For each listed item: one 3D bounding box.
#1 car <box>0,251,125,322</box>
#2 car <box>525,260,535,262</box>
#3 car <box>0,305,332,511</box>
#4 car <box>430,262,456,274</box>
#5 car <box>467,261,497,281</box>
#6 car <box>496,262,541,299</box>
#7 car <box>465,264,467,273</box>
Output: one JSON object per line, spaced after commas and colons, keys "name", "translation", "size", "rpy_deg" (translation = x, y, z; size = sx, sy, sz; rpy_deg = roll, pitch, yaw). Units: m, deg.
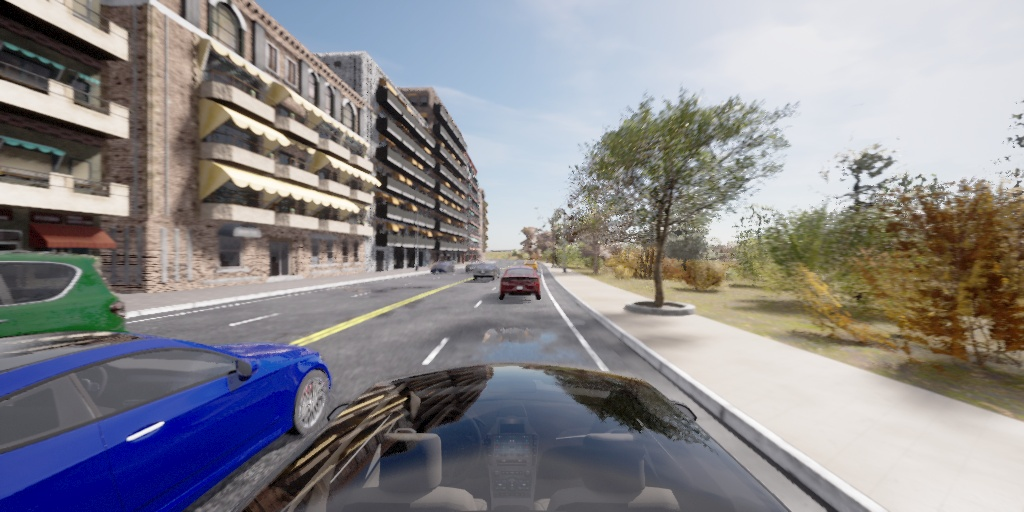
{"name": "car", "translation": [-6.582, 0.949, 2.791], "size": [2.150, 2.045, 5.566], "rpy_deg": [0, 0, 0]}
{"name": "car", "translation": [2.634, 1.361, 51.013], "size": [1.882, 1.535, 5.008], "rpy_deg": [0, 0, 4]}
{"name": "car", "translation": [-3.146, 1.265, 2.507], "size": [1.812, 1.442, 4.674], "rpy_deg": [0, 0, 0]}
{"name": "car", "translation": [-7.992, 1.356, 42.002], "size": [2.033, 1.411, 5.357], "rpy_deg": [0, 0, 4]}
{"name": "car", "translation": [-2.125, 1.348, 31.136], "size": [2.033, 1.411, 5.357], "rpy_deg": [0, 0, 4]}
{"name": "car", "translation": [0.452, 1.254, 18.291], "size": [1.882, 1.535, 5.008], "rpy_deg": [0, 0, 2]}
{"name": "car", "translation": [-4.545, 1.321, 44.455], "size": [2.128, 1.511, 4.902], "rpy_deg": [0, 0, 5]}
